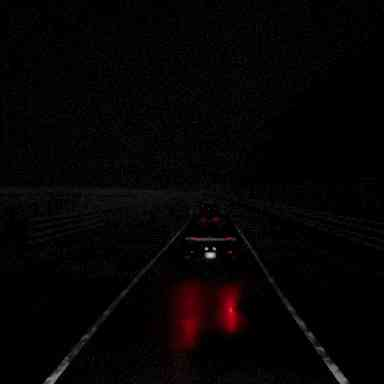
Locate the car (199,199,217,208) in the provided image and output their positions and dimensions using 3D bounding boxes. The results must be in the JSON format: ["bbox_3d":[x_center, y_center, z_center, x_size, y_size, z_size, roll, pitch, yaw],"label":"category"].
[{"bbox_3d":[1.720,1.496,35.289,1.812,1.442,4.674,0,1,1],"label":"car"}]

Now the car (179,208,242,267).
[{"bbox_3d":[0.649,1.539,11.608,2.128,1.511,4.902,0,0,3],"label":"car"}]
